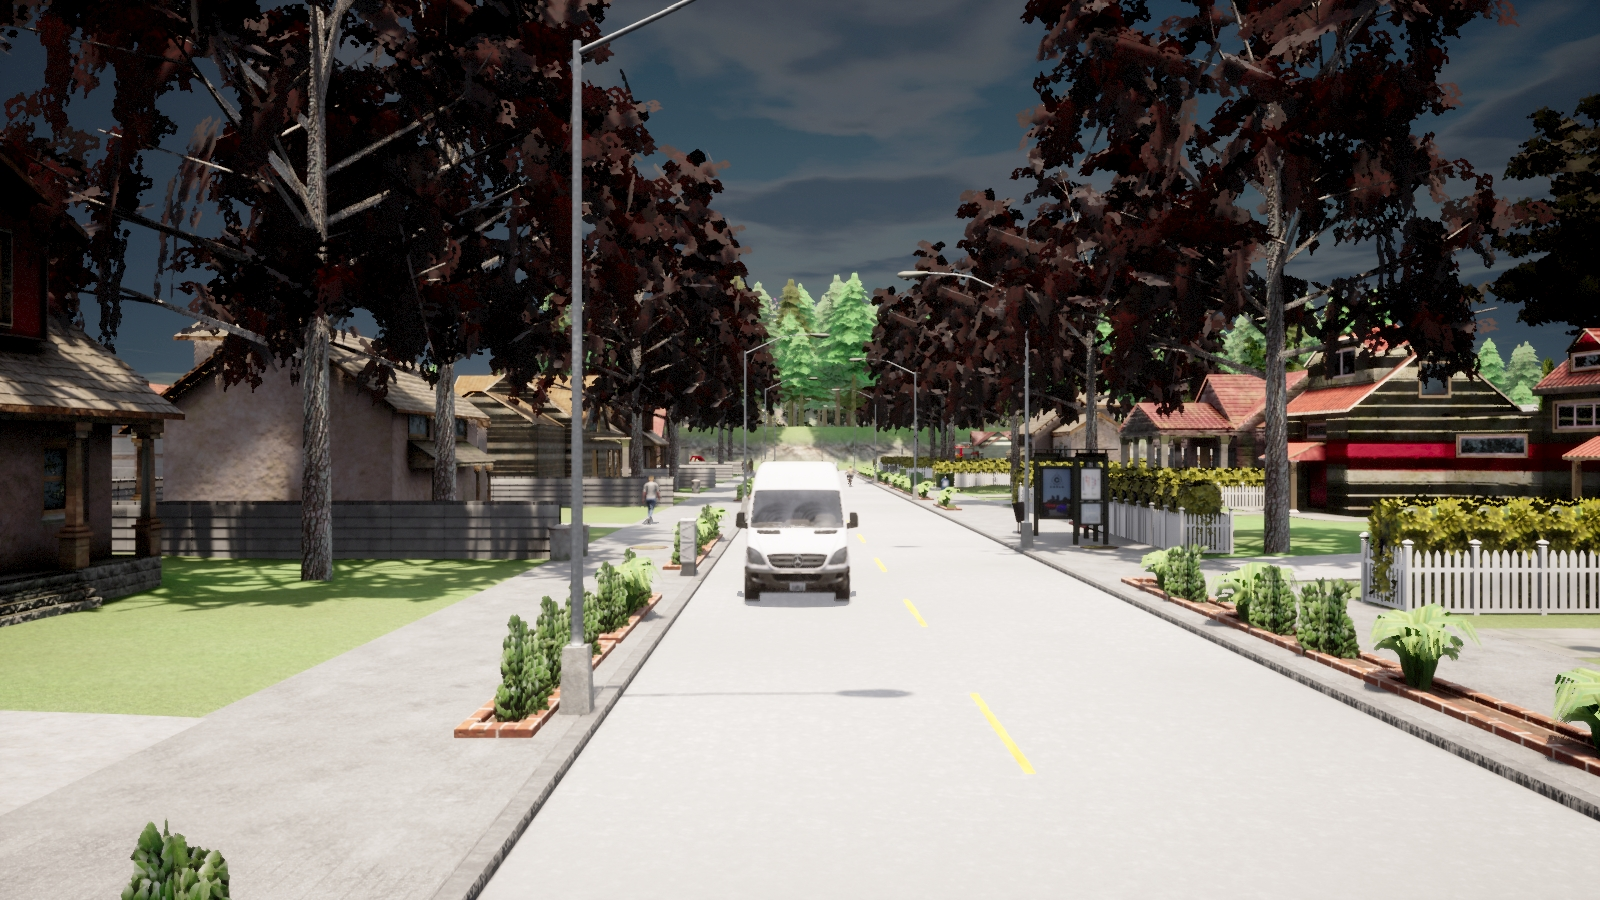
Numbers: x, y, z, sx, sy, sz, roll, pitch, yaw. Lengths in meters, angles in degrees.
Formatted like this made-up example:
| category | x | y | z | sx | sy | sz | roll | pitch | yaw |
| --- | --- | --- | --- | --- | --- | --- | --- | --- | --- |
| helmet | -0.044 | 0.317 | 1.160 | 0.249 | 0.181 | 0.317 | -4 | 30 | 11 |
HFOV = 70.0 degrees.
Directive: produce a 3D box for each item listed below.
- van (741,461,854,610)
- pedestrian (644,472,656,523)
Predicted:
| category | x | y | z | sx | sy | sz | roll | pitch | yaw |
| --- | --- | --- | --- | --- | --- | --- | --- | --- | --- |
| van | -0.047 | 1.534 | 23.063 | 1.988 | 2.561 | 5.915 | 0 | 0 | 0 |
| pedestrian | -5.494 | 1.743 | 41.813 | 0.375 | 1.860 | 0.375 | 0 | 0 | 2 |
